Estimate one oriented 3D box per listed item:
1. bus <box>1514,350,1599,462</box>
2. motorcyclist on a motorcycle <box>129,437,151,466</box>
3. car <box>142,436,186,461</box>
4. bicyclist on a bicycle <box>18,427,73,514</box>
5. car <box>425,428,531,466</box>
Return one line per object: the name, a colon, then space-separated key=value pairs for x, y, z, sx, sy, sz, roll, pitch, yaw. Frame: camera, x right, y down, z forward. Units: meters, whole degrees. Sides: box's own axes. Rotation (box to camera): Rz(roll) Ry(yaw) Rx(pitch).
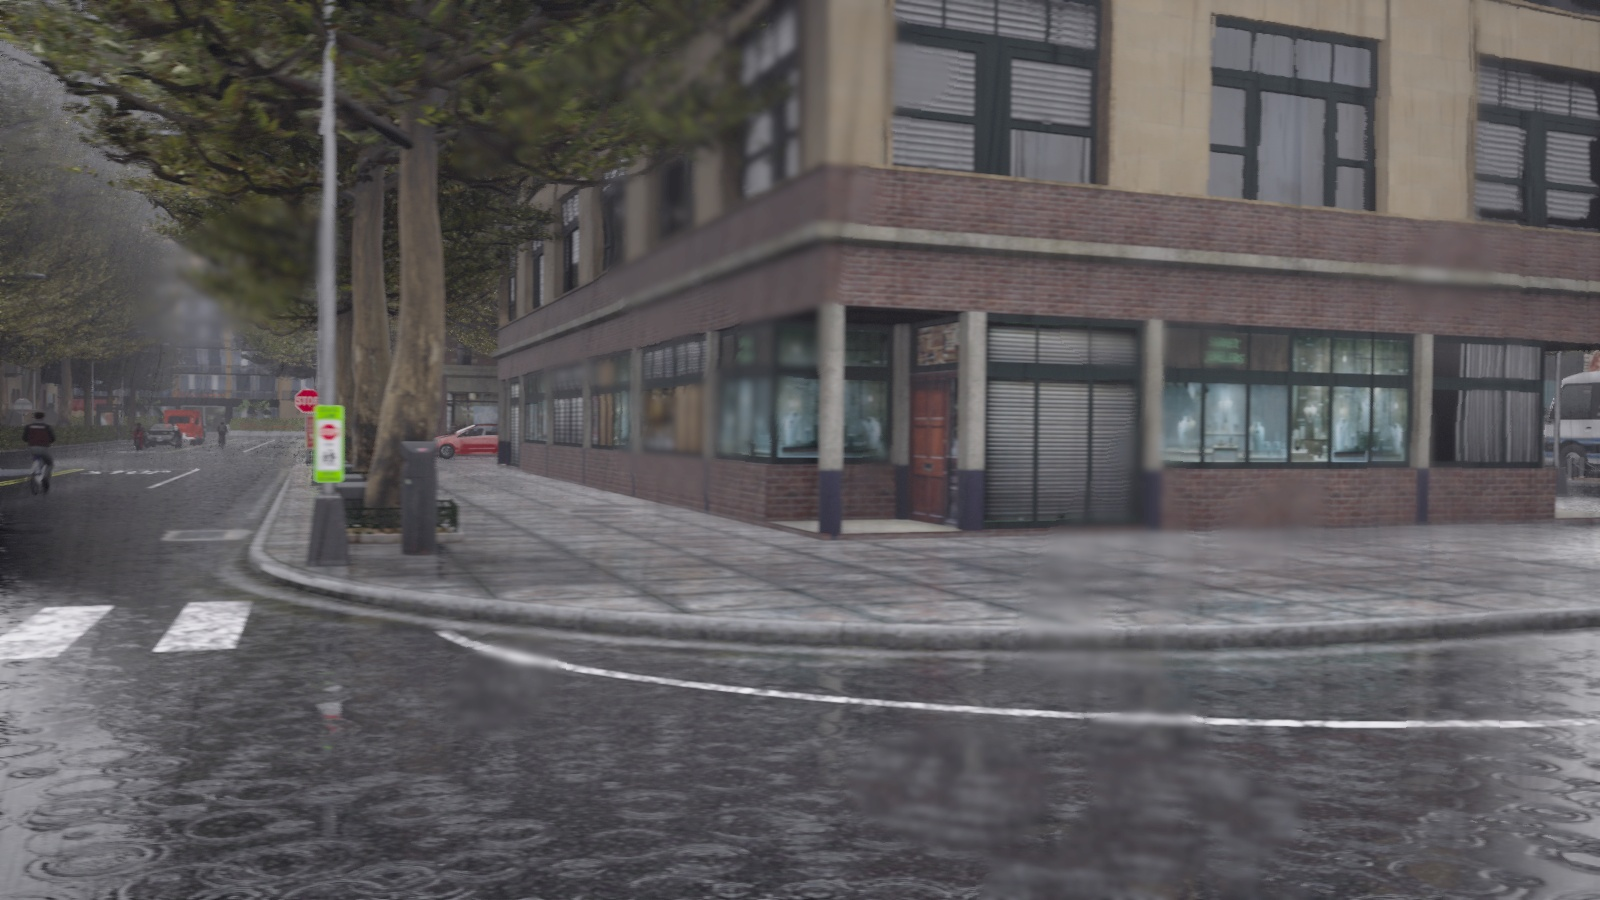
bus: x=32.837 y=-1.701 z=47.147 sx=3.944 sy=4.253 sz=10.273 roll=-1 pitch=1 yaw=-21
motorcyclist on a motorcycle: x=-35.718 y=0.060 z=68.025 sx=0.797 sy=1.523 sz=2.044 roll=-1 pitch=1 yaw=-21
car: x=-39.939 y=-0.108 z=78.954 sx=2.007 sy=1.525 sz=4.514 roll=-1 pitch=1 yaw=-21
bicyclist on a bicycle: x=-16.000 y=0.407 z=26.674 sx=0.659 sy=1.776 sz=1.843 roll=-1 pitch=1 yaw=-21
car: x=-15.362 y=-0.167 z=59.927 sx=4.611 sy=1.667 sz=2.242 roll=-1 pitch=1 yaw=-22
